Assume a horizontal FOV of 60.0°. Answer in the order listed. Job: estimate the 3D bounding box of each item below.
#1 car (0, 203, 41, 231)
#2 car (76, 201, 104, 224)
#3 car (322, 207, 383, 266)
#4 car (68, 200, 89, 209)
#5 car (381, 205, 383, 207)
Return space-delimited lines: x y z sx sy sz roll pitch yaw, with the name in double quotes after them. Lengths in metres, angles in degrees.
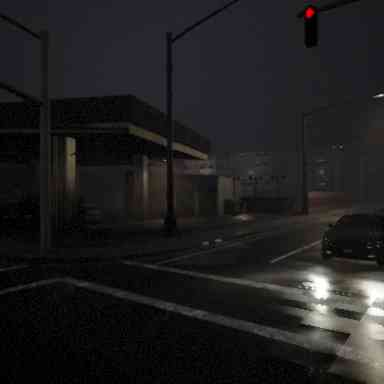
-11.761 1.567 21.750 4.611 1.667 2.242 -1 -1 37 "car"
-8.905 1.749 26.792 3.806 1.475 1.970 -1 -1 37 "car"
6.242 1.539 12.197 1.882 1.535 5.008 -1 -1 36 "car"
-19.415 2.129 57.155 1.837 1.490 4.892 0 -1 2 "car"
12.885 1.580 21.293 2.128 1.511 4.902 -1 0 36 "car"
